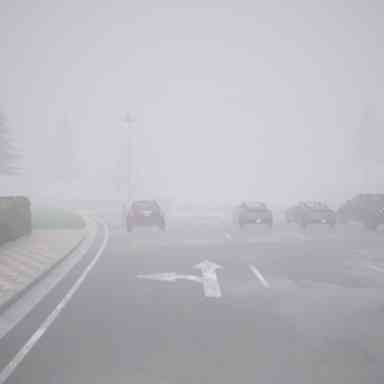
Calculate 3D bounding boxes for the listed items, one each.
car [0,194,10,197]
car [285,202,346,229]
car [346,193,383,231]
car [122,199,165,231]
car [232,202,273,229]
[{"bbox_3d":[-38.707,1.011,67.708,5.357,1.411,2.033,0,1,40],"label":"car"},{"bbox_3d":[7.101,1.333,20.355,2.128,1.511,4.902,0,0,0],"label":"car"},{"bbox_3d":[10.603,1.070,19.477,2.150,2.045,5.566,0,0,0],"label":"car"},{"bbox_3d":[-2.987,1.198,19.798,2.097,1.767,4.553,0,0,-16],"label":"car"},{"bbox_3d":[3.602,1.333,20.353,2.128,1.511,4.902,0,0,0],"label":"car"}]
